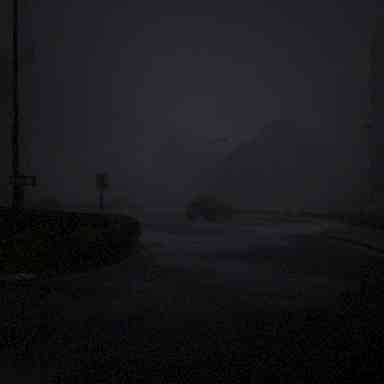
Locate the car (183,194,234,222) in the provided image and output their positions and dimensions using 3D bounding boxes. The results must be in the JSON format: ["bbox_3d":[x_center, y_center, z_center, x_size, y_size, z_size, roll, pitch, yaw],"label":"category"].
[{"bbox_3d":[1.411,1.251,26.094,1.932,1.855,4.605,0,0,35],"label":"car"}]

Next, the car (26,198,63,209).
[{"bbox_3d":[-17.134,1.396,38.801,1.784,1.438,3.905,0,0,35],"label":"car"}]

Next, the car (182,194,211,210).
[{"bbox_3d":[0.630,1.213,42.794,1.905,1.878,3.866,0,0,35],"label":"car"}]

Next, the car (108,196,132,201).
[{"bbox_3d":[-10.756,1.366,50.037,1.816,1.474,4.193,0,0,35],"label":"car"}]
